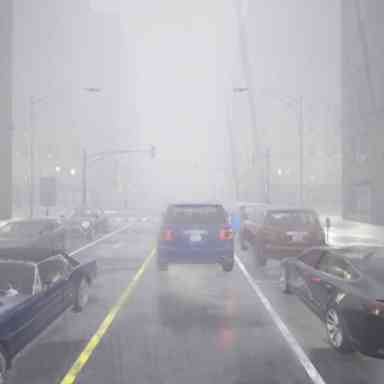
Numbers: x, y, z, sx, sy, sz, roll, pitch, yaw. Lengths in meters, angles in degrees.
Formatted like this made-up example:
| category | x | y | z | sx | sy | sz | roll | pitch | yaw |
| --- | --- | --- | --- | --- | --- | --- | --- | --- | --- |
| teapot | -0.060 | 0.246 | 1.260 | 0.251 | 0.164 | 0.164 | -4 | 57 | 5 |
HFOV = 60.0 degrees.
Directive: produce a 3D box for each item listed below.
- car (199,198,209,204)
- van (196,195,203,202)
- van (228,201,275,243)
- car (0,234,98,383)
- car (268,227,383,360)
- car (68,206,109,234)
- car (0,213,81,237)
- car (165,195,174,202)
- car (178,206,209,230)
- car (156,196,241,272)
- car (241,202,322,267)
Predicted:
| category | x | y | z | sx | sy | sz | roll | pitch | yaw |
| --- | --- | --- | --- | --- | --- | --- | --- | --- | --- |
| car | 2.541 | 1.909 | 72.210 | 1.802 | 1.307 | 4.206 | 0 | 0 | -1 |
| van | 2.110 | 1.815 | 94.822 | 1.690 | 1.788 | 3.998 | 0 | 0 | -1 |
| van | 2.910 | 1.410 | 17.013 | 1.690 | 1.788 | 3.998 | 0 | 0 | 0 |
| car | -2.983 | 1.622 | 5.035 | 1.895 | 1.301 | 4.718 | 0 | 0 | 0 |
| car | 2.877 | 1.590 | 5.964 | 1.947 | 1.339 | 4.313 | 0 | 0 | 0 |
| car | -5.616 | 1.508 | 17.032 | 1.967 | 1.590 | 4.097 | 0 | 0 | 0 |
| car | -5.633 | 1.612 | 11.507 | 1.947 | 1.339 | 4.313 | 0 | 0 | 0 |
| car | -6.414 | 1.788 | 94.676 | 2.192 | 1.841 | 5.009 | 0 | 0 | -1 |
| car | 0.117 | 1.692 | 22.529 | 1.895 | 1.301 | 4.718 | 0 | 0 | 1 |
| car | 0.104 | 1.266 | 11.058 | 2.150 | 2.045 | 5.566 | 0 | 0 | 0 |
| car | 2.893 | 1.362 | 11.489 | 2.192 | 1.841 | 5.009 | 0 | 0 | 0 |
